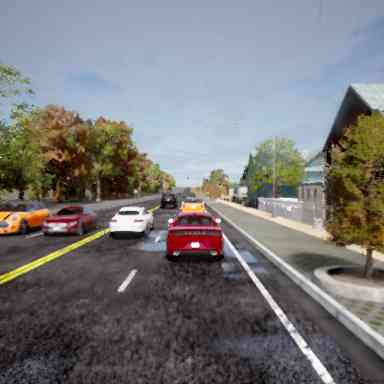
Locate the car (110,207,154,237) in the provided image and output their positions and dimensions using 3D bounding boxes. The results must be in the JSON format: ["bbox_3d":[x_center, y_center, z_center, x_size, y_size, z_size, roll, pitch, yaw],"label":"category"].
[{"bbox_3d":[-3.154,1.516,17.951,1.812,1.442,4.674,0,0,0],"label":"car"}]

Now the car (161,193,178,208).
[{"bbox_3d":[-3.159,1.177,46.993,2.150,2.045,5.566,0,0,0],"label":"car"}]

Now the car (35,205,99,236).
[{"bbox_3d":[-6.508,1.516,18.332,1.812,1.442,4.674,0,0,0],"label":"car"}]

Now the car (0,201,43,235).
[{"bbox_3d":[-9.755,1.339,18.732,2.097,1.767,4.553,0,0,0],"label":"car"}]

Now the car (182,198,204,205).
[{"bbox_3d":[0.095,1.327,31.004,2.097,1.767,4.553,0,0,0],"label":"car"}]

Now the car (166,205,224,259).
[{"bbox_3d":[0.099,1.473,12.693,1.882,1.535,5.008,0,0,0],"label":"car"}]
